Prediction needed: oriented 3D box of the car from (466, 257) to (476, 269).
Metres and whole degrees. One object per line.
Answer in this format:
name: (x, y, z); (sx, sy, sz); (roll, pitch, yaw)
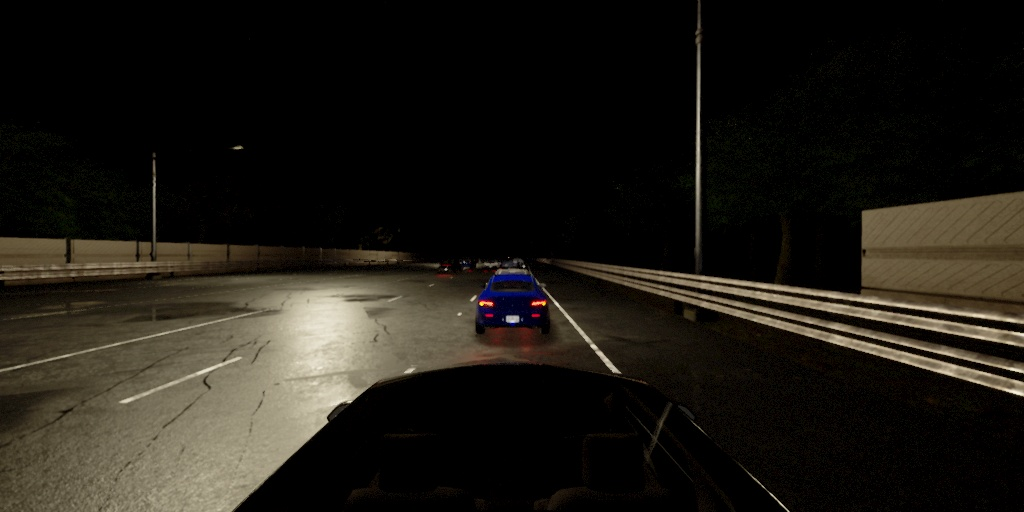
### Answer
car: (-6.254, 0.896, 49.926); (2.097, 1.767, 4.553); (0, 0, 2)

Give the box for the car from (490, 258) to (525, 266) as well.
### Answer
car: (-0.076, 1.083, 25.823); (2.128, 1.511, 4.902); (0, 1, 3)

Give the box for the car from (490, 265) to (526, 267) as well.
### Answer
car: (0.027, 1.244, 16.443); (1.895, 1.301, 4.718); (0, 0, 0)

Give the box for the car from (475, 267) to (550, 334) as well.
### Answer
car: (0.017, 1.212, 10.232); (1.812, 1.442, 4.674); (0, 0, 0)

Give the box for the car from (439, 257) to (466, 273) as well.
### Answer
car: (-6.632, 1.071, 38.942); (1.837, 1.490, 4.892); (0, 1, 2)

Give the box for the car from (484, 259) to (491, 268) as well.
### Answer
car: (-2.725, 1.124, 50.017); (1.895, 1.301, 4.718); (0, 0, 3)
